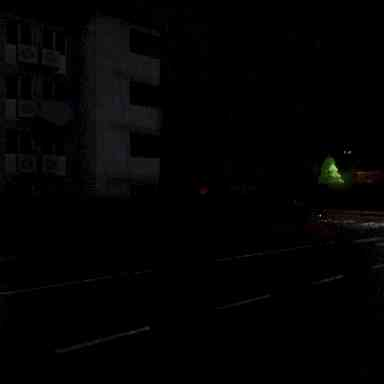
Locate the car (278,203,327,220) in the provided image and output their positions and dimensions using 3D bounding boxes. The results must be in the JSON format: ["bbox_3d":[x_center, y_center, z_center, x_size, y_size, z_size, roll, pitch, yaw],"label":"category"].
[{"bbox_3d":[9.144,1.608,28.758,1.895,1.301,4.718,0,0,-35],"label":"car"}]

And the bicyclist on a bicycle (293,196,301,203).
[{"bbox_3d":[12.506,1.319,39.527,1.656,1.620,0.582,0,0,-36],"label":"bicyclist on a bicycle"}]
